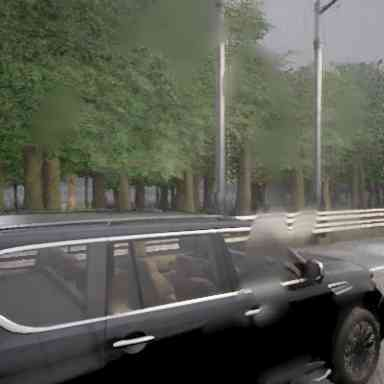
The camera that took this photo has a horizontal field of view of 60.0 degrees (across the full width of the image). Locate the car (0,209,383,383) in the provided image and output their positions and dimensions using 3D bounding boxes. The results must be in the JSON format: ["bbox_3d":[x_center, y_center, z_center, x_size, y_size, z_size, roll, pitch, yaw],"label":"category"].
[{"bbox_3d":[-0.126,1.216,3.615,5.566,2.045,2.150,0,0,-35],"label":"car"}]
